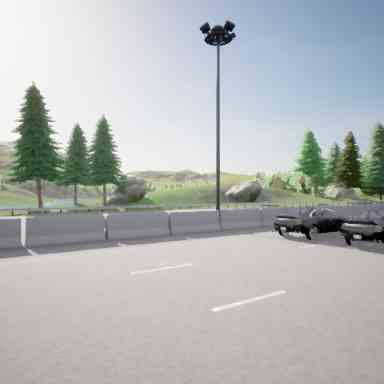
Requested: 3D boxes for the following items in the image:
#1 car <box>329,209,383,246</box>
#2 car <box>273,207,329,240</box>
[{"bbox_3d":[8.269,1.494,14.066,4.902,1.511,2.128,0,0,-35],"label":"car"},{"bbox_3d":[6.236,1.494,16.916,4.902,1.511,2.128,0,0,-35],"label":"car"}]
